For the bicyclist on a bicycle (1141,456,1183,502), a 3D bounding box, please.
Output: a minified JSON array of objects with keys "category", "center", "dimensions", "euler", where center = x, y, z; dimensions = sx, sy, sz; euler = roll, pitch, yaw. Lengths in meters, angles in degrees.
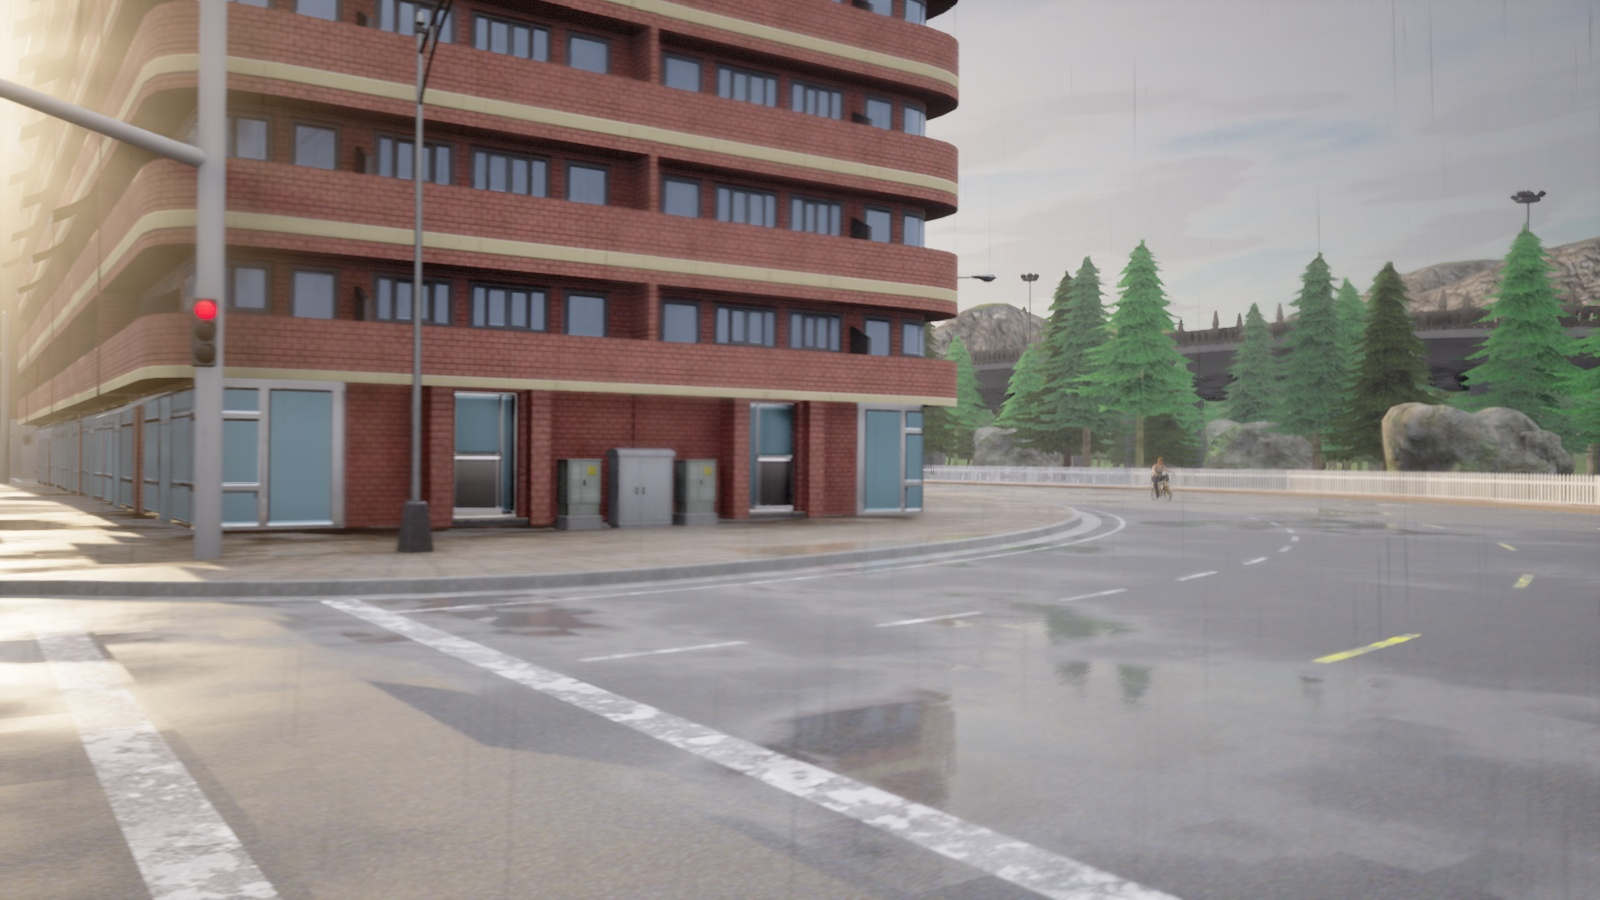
[{"category":"bicyclist on a bicycle","center":[13.065,1.029,45.353],"dimensions":[0.866,1.612,1.509],"euler":[0,0,-11]}]
